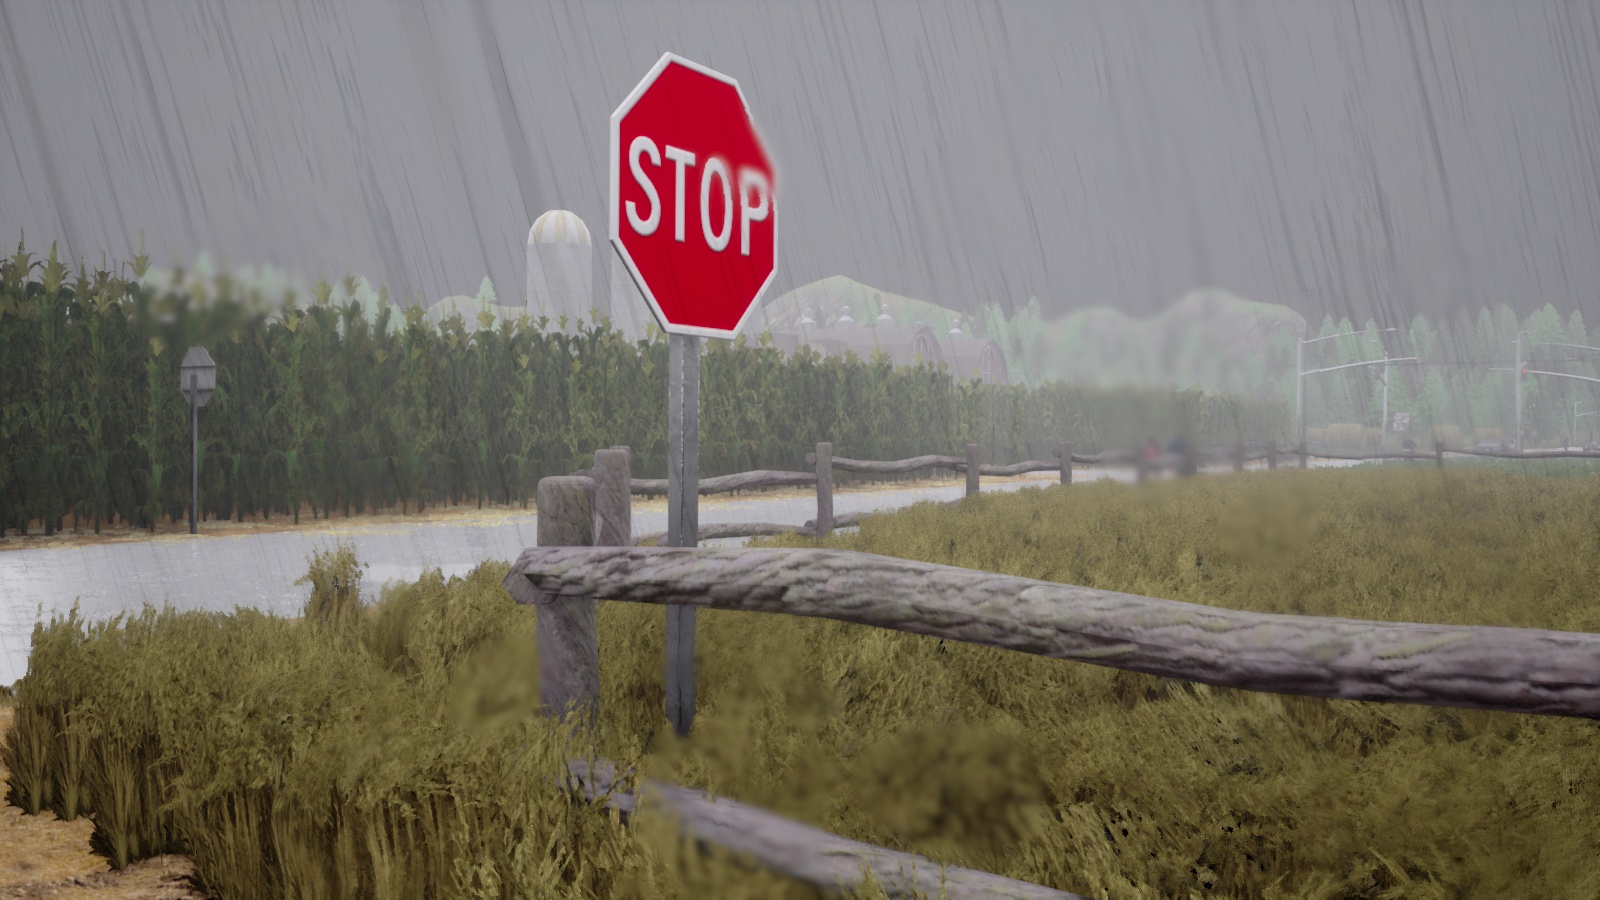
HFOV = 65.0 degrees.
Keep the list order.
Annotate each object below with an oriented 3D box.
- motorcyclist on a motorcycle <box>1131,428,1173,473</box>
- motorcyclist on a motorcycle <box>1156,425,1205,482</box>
[{"bbox_3d":[12.209,0.004,43.550,0.797,1.523,2.044,0,1,33],"label":"motorcyclist on a motorcycle"},{"bbox_3d":[10.905,0.092,35.952,0.866,1.590,1.817,0,1,33],"label":"motorcyclist on a motorcycle"}]
